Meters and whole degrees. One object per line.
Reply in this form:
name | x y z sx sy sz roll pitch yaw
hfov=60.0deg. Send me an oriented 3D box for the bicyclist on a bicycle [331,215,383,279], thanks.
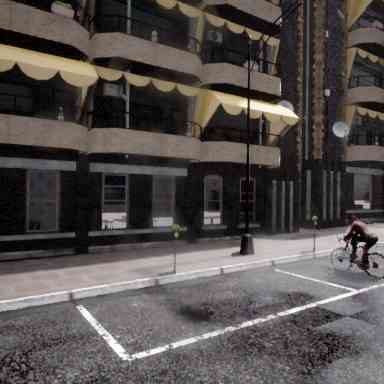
bicyclist on a bicycle | 4.490 1.456 9.020 0.582 1.620 1.656 0 0 -33
